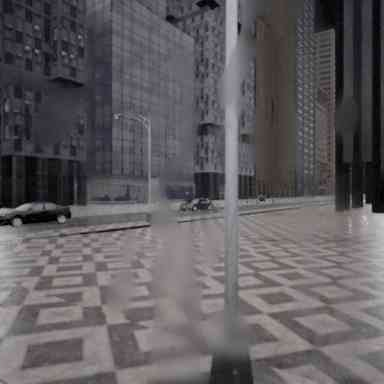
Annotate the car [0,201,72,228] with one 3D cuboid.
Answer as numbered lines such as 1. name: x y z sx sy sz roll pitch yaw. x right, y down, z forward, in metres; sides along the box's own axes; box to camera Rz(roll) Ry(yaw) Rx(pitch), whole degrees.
1. car: -10.579 1.431 22.311 1.882 1.535 5.008 0 1 36

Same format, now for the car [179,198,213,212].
1. car: 0.547 1.433 37.537 1.837 1.490 4.892 0 0 36

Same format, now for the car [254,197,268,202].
1. car: 9.824 1.049 50.083 2.128 1.511 4.902 0 0 36
